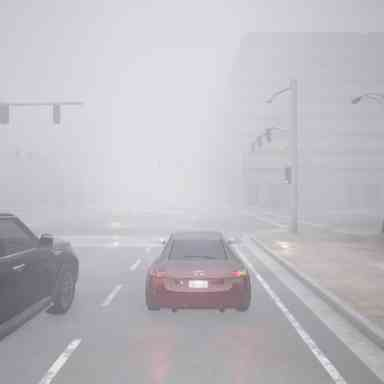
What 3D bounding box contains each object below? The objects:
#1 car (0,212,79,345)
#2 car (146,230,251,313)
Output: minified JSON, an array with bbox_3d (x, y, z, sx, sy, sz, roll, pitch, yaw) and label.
[{"bbox_3d":[-3.395,1.221,4.436,2.150,2.045,5.566,0,0,1],"label":"car"},{"bbox_3d":[0.115,1.564,7.761,1.994,1.385,4.181,0,0,0],"label":"car"}]
